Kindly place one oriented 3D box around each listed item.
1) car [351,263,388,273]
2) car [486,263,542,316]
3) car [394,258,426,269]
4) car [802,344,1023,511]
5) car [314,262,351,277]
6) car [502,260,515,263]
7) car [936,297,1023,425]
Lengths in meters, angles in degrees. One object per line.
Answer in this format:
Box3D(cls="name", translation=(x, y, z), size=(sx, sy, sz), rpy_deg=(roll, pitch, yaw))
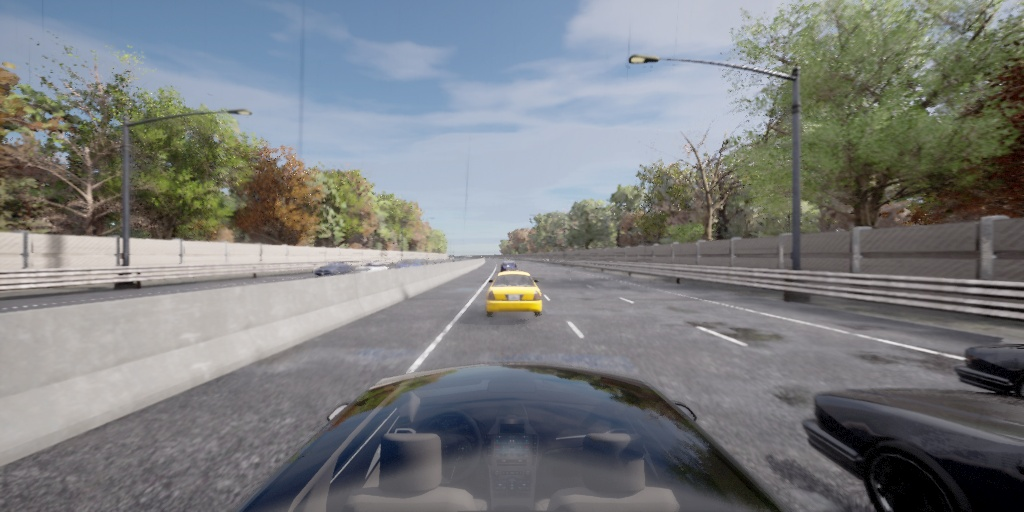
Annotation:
Box3D(cls="car", translation=(-14.462, 1.364, 37.105), size=(1.895, 1.301, 4.718), rpy_deg=(0, 0, -1))
Box3D(cls="car", translation=(0.052, 1.210, 13.237), size=(1.801, 1.575, 5.366), rpy_deg=(0, 0, 0))
Box3D(cls="car", translation=(-10.984, 1.114, 38.238), size=(2.097, 1.767, 4.553), rpy_deg=(0, 0, -1))
Box3D(cls="car", translation=(3.601, 1.296, 0.798), size=(2.033, 1.411, 5.357), rpy_deg=(0, 0, 0))
Box3D(cls="car", translation=(-17.953, 1.310, 36.582), size=(2.033, 1.411, 5.357), rpy_deg=(0, 0, -1))
Box3D(cls="car", translation=(-0.432, 1.269, 44.580), size=(2.163, 1.488, 4.792), rpy_deg=(0, 0, -1))
Box3D(cls="car", translation=(7.101, 1.295, 2.459), size=(2.033, 1.411, 5.357), rpy_deg=(0, 0, 0))
